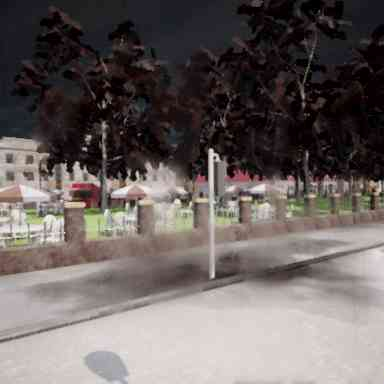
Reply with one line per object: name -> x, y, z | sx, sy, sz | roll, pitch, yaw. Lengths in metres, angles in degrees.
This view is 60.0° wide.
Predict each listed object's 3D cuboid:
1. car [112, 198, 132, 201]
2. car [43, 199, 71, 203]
car -> -11.640, 1.108, 52.519 | 4.553, 1.767, 2.097 | -1, 1, -38
car -> -19.359, 1.243, 46.611 | 4.553, 1.767, 2.097 | -1, 1, -37
